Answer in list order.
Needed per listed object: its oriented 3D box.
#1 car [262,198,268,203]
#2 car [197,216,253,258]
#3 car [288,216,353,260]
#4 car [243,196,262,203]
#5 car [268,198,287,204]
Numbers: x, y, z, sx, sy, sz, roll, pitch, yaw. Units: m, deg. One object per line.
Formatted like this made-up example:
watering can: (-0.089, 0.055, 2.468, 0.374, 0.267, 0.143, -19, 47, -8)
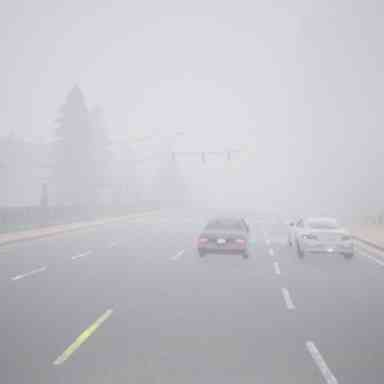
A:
car: (21.317, 2.463, 92.885, 2.128, 1.511, 4.902, 0, -1, 45)
car: (1.407, 1.677, 13.354, 2.033, 1.411, 5.357, 0, -1, 10)
car: (4.926, 1.666, 13.115, 1.812, 1.442, 4.674, 0, 0, 10)
car: (17.069, 2.428, 93.440, 1.837, 1.490, 4.892, 0, -1, 40)
car: (23.659, 2.458, 90.262, 2.033, 1.411, 5.357, 0, -1, 45)
